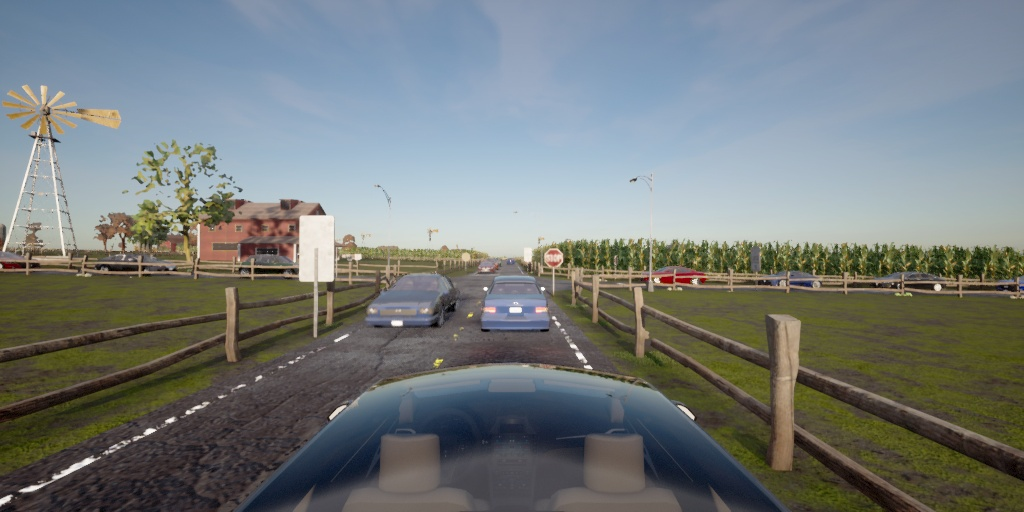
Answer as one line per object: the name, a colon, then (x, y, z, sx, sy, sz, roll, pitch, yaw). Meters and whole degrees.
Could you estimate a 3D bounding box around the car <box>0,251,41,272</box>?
car: (-37.763, 0.370, 26.245, 5.008, 1.535, 1.882, 1, -1, 0)

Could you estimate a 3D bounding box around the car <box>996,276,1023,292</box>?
car: (42.131, 2.257, 28.728, 5.008, 1.535, 1.882, 1, -1, 1)

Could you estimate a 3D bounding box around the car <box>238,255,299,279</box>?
car: (-17.110, 0.721, 26.127, 4.553, 1.767, 2.097, 1, -1, 0)

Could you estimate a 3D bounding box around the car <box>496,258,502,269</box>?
car: (-2.991, 1.133, 51.650, 2.097, 1.767, 4.553, 0, 0, 0)

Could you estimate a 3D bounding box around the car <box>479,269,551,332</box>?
car: (0.075, 1.300, 10.827, 2.033, 1.411, 5.357, 0, 0, 0)

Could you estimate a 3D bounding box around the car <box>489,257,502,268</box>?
car: (-2.996, 1.150, 64.965, 2.097, 1.767, 4.553, 0, 0, 0)

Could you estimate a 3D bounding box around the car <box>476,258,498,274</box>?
car: (-2.936, 1.296, 41.813, 1.812, 1.442, 4.674, 0, 0, -1)

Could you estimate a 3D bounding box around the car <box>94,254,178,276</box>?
car: (-27.320, 0.623, 26.179, 4.902, 1.511, 2.128, 1, -1, 0)

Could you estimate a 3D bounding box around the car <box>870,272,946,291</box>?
car: (31.759, 2.046, 28.814, 4.892, 1.490, 1.837, 1, -1, 0)

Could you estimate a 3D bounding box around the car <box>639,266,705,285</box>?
car: (12.843, 1.582, 28.917, 5.008, 1.535, 1.882, 2, -1, 0)

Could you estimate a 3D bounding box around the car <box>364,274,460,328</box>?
car: (-2.877, 1.300, 11.631, 2.033, 1.411, 5.357, 0, 0, 0)

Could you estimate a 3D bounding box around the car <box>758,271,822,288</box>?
car: (22.326, 1.888, 28.876, 4.181, 1.385, 1.994, 1, -1, 0)
